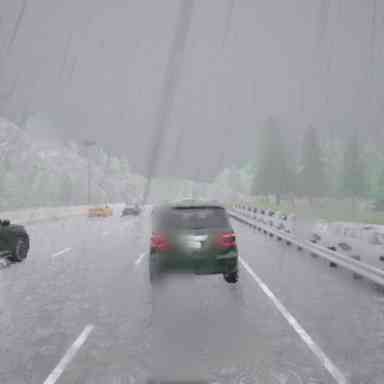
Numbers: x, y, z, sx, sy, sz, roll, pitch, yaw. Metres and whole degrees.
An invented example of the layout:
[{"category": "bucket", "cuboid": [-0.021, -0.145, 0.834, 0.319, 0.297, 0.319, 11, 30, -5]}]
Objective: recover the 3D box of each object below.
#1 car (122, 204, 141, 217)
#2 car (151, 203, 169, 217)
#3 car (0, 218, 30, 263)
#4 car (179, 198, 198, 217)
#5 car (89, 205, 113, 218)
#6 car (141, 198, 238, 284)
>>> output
[{"category": "car", "cuboid": [-7.466, 2.266, 41.452, 1.812, 1.442, 4.674, -1, -1, -1]}, {"category": "car", "cuboid": [-3.967, 2.190, 41.583, 1.812, 1.442, 4.674, -1, -1, -1]}, {"category": "car", "cuboid": [-6.988, 1.449, 9.827, 2.150, 2.045, 5.566, -1, -1, -1]}, {"category": "car", "cuboid": [-0.442, 1.778, 39.787, 2.150, 2.045, 5.566, -1, -1, -1]}, {"category": "car", "cuboid": [-10.941, 2.275, 40.212, 1.882, 1.535, 5.008, -1, -1, -1]}, {"category": "car", "cuboid": [0.008, 1.294, 9.984, 2.150, 2.045, 5.566, -1, -1, -1]}]
